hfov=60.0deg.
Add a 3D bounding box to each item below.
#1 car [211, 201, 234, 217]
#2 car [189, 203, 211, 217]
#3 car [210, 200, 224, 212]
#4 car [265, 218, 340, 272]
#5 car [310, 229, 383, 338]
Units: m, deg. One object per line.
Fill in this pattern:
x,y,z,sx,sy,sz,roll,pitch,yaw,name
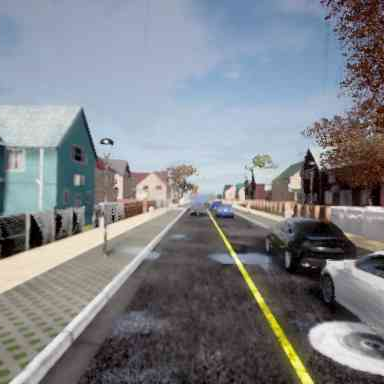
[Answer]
3.499,1.944,36.204,2.033,1.411,5.357,1,-1,2,car
0.706,1.910,36.741,2.033,1.411,5.357,1,-1,1,car
3.738,2.048,50.292,1.882,1.535,5.008,1,0,1,car
3.755,1.638,11.259,1.837,1.490,4.892,1,0,1,car
3.632,1.615,5.260,1.812,1.442,4.674,1,0,1,car
